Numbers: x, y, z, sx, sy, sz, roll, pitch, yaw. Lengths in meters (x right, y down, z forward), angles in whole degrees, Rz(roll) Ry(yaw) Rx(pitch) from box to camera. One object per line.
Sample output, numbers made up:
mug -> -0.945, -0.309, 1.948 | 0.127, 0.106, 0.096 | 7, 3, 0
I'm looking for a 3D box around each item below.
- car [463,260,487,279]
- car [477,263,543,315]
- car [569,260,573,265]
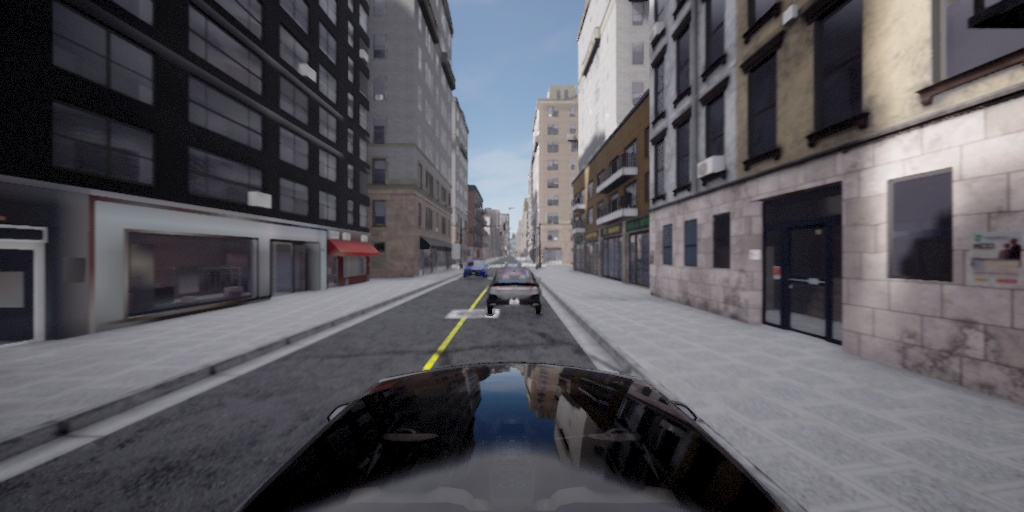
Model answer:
car -> -3.103, 1.098, 31.233 | 1.882, 1.535, 5.008 | 0, 0, 0
car -> 0.078, 1.191, 13.341 | 2.128, 1.511, 4.902 | 0, 0, 0
car -> 12.124, 0.909, 61.812 | 4.507, 1.381, 1.888 | 0, 0, 0
